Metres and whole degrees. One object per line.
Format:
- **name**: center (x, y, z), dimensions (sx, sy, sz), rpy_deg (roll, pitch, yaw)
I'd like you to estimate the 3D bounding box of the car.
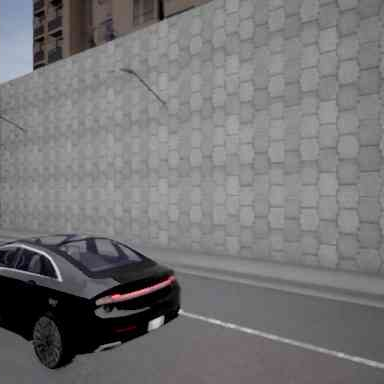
- **car**: center (-2.436, 1.490, 5.731), dimensions (4.902, 1.511, 2.128), rpy_deg (0, 0, 36)
